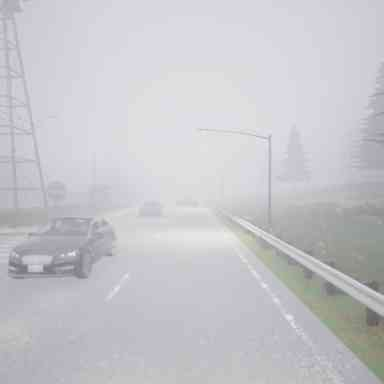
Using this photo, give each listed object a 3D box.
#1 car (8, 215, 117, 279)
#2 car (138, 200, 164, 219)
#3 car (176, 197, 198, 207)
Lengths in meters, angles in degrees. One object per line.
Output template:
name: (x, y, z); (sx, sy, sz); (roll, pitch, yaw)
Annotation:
car: (-3.605, 1.498, 10.114); (2.128, 1.511, 4.902); (0, 0, 0)
car: (-3.595, 1.524, 29.854); (1.837, 1.490, 4.892); (0, 0, 0)
car: (-0.795, 1.523, 52.594); (2.128, 1.511, 4.902); (0, 0, -29)
